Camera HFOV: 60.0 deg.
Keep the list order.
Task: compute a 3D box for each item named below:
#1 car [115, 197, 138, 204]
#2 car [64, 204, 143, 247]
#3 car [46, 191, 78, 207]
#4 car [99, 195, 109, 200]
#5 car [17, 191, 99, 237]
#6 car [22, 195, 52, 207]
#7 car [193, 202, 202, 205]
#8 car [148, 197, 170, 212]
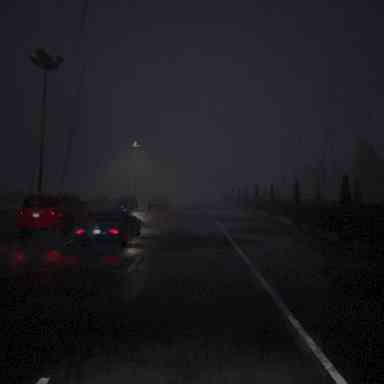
[{"bbox_3d":[-6.904,1.267,35.357,1.812,1.442,4.674,0,0,0],"label":"car"},{"bbox_3d":[-3.402,1.450,14.416,2.033,1.411,5.357,0,0,0],"label":"car"},{"bbox_3d":[-17.594,0.896,45.289,2.150,2.045,5.566,0,0,0],"label":"car"},{"bbox_3d":[-14.080,1.227,51.035,1.882,1.535,5.008,0,-1,0],"label":"car"},{"bbox_3d":[-6.902,1.101,17.402,2.150,2.045,5.566,0,0,0],"label":"car"},{"bbox_3d":[-21.086,1.180,45.404,1.837,1.490,4.892,0,0,0],"label":"car"},{"bbox_3d":[1.217,3.134,77.850,1.837,1.490,4.892,0,-6,0],"label":"car"},{"bbox_3d":[-3.404,1.241,34.321,2.128,1.511,4.902,0,0,0],"label":"car"}]
